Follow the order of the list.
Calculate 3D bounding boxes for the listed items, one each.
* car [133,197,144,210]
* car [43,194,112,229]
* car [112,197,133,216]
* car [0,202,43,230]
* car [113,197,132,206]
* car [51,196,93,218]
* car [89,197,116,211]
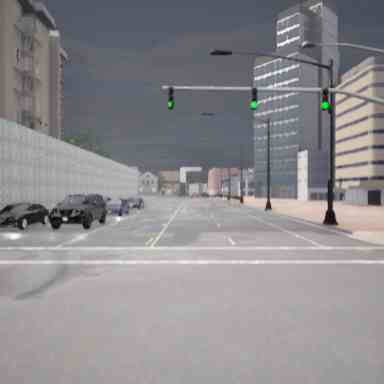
[{"bbox_3d":[-7.086,1.354,41.352,2.128,1.511,4.902,0,0,0],"label":"car"},{"bbox_3d":[-7.094,1.150,21.368,2.150,2.045,5.566,0,0,0],"label":"car"},{"bbox_3d":[-7.095,1.422,31.009,1.812,1.442,4.674,0,0,0],"label":"car"},{"bbox_3d":[-10.598,1.435,20.739,1.837,1.490,4.892,0,0,0],"label":"car"},{"bbox_3d":[-10.541,1.431,50.782,1.895,1.301,4.718,0,0,0],"label":"car"},{"bbox_3d":[-10.596,1.252,29.806,2.097,1.767,4.553,0,0,0],"label":"car"},{"bbox_3d":[-10.589,1.373,39.624,1.837,1.490,4.892,0,0,0],"label":"car"}]
